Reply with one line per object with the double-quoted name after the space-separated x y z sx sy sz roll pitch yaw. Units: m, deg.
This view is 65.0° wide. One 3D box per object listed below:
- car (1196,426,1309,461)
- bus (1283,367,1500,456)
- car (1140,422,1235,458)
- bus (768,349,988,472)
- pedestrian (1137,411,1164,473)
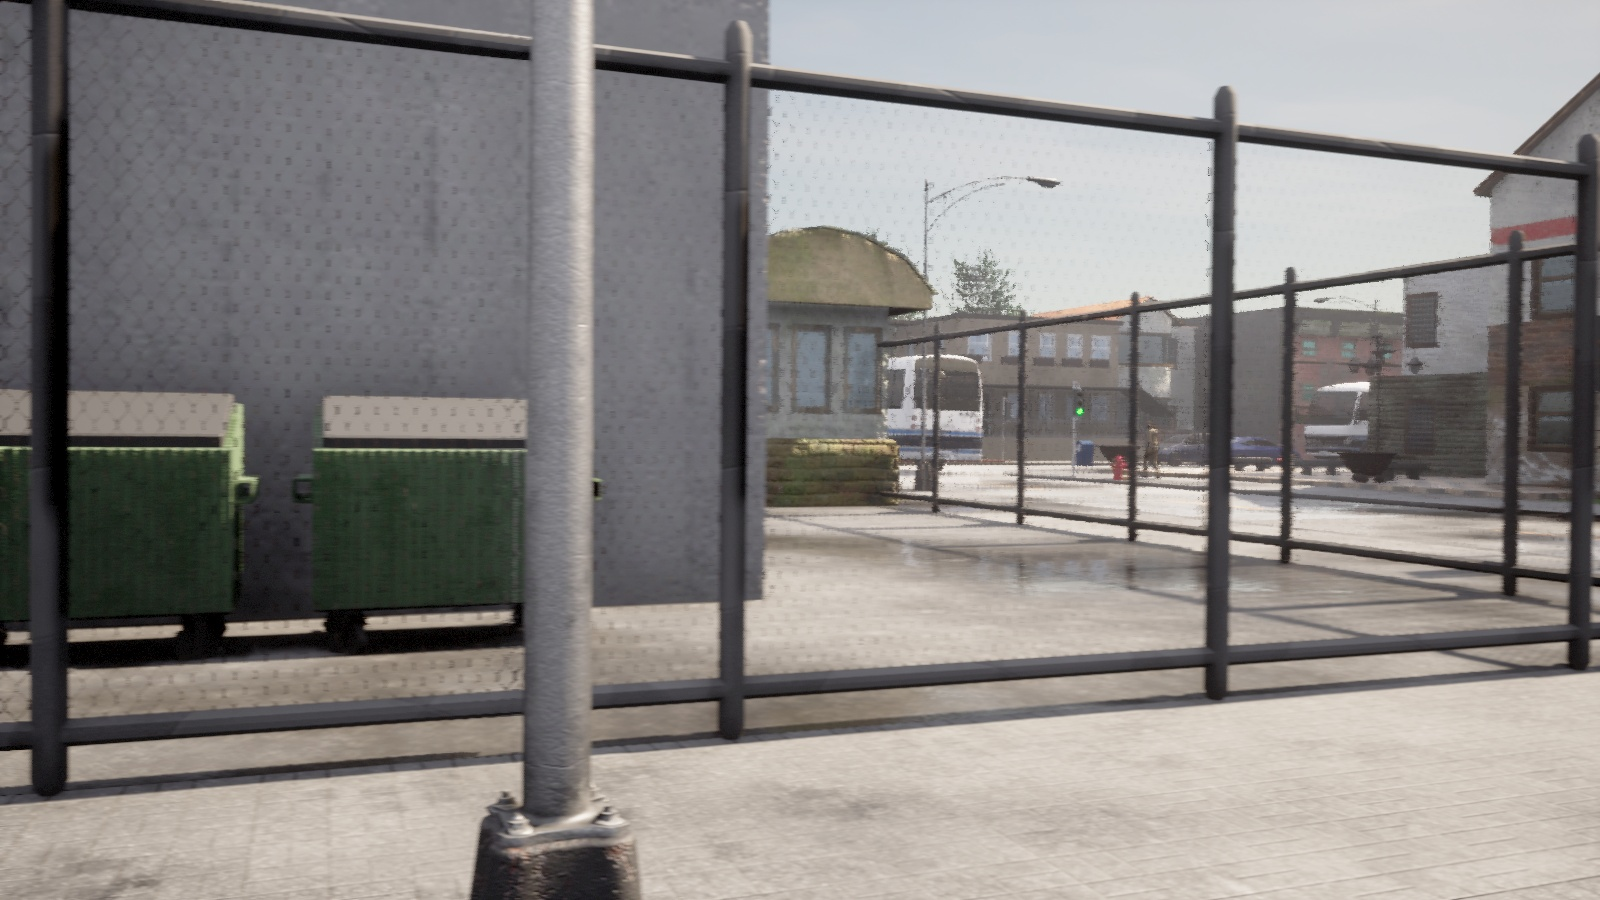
20.038 -0.298 55.624 4.674 1.442 1.812 -1 1 -21 "car"
29.982 -1.939 63.661 10.273 4.253 3.944 -1 1 -21 "bus"
18.255 -0.465 59.229 3.988 1.617 1.851 -1 1 -21 "car"
2.704 -1.406 49.021 3.944 4.253 10.273 1 0 -26 "bus"
10.895 -0.248 39.050 0.396 1.930 0.692 -1 1 -36 "pedestrian"
